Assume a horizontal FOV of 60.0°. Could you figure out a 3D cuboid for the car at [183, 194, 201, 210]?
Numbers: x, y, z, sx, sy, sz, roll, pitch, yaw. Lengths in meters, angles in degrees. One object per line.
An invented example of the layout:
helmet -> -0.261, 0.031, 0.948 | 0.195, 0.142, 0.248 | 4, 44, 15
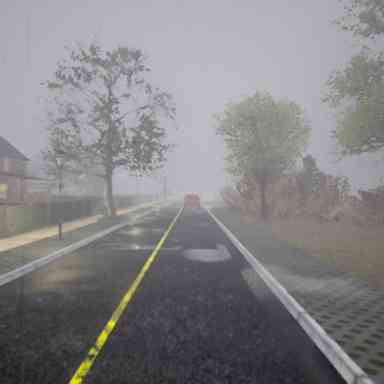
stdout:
car -> -0.009, 1.257, 43.354 | 2.150, 2.045, 5.566 | 0, 0, 0
